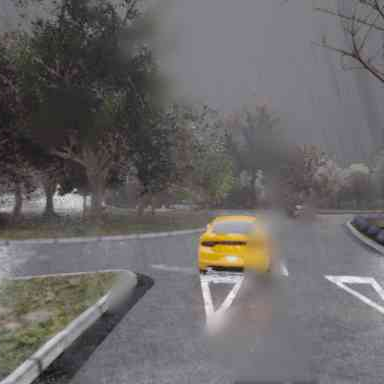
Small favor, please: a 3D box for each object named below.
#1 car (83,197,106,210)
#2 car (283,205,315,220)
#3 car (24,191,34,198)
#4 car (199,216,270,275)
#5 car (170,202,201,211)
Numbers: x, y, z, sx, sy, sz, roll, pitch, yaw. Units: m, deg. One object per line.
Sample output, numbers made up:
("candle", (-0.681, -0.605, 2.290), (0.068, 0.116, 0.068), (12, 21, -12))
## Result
("car", (-16.421, 1.915, 56.009), (2.150, 2.045, 5.566), (0, 0, -38))
("car", (10.015, 1.896, 31.322), (1.994, 1.385, 4.181), (0, -1, 2))
("car", (-39.211, 1.160, 77.839), (1.946, 1.575, 5.366), (0, 2, -17))
("car", (1.427, 1.501, 10.607), (1.882, 1.535, 5.008), (0, 0, 10))
("car", (-1.023, 2.247, 50.744), (4.718, 1.301, 1.895), (-1, -1, 31))
